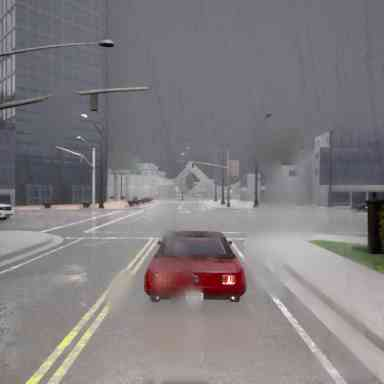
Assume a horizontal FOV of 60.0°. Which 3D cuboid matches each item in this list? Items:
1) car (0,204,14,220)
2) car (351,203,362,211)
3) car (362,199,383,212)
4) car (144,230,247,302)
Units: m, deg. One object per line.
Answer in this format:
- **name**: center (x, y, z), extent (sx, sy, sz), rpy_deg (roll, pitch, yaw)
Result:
- **car**: center (-17.340, 1.339, 26.613), extent (5.566, 2.045, 2.150), rpy_deg (-1, 0, 0)
- **car**: center (20.976, 1.498, 37.637), extent (5.357, 1.411, 2.033), rpy_deg (0, 0, -1)
- **car**: center (20.961, 1.496, 34.128), extent (5.357, 1.411, 2.033), rpy_deg (0, 0, -1)
- **car**: center (0.070, 1.601, 8.214), extent (1.895, 1.301, 4.718), rpy_deg (0, 0, 0)
